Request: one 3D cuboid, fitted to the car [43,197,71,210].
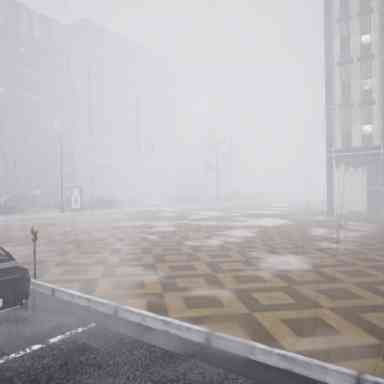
[{"bbox_3d":[-15.044,1.360,40.392,1.812,1.442,4.674,-1,0,36],"label":"car"}]

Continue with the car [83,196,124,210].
[{"bbox_3d":[-10.169,1.186,37.248,1.967,1.590,4.097,-1,0,36],"label":"car"}]

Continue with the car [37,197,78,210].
[{"bbox_3d":[-16.952,1.415,42.167,1.887,1.381,4.507,-1,0,36],"label":"car"}]

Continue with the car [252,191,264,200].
[{"bbox_3d":[12.537,1.046,68.577,1.802,1.307,4.206,-1,0,36],"label":"car"}]

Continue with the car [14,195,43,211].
[{"bbox_3d":[-20.199,1.228,37.691,2.192,1.841,5.009,-1,0,36],"label":"car"}]

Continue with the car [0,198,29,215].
[{"bbox_3d":[-16.655,1.413,28.296,1.802,1.307,4.206,-1,0,36],"label":"car"}]

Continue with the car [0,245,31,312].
[{"bbox_3d":[-4.903,1.553,6.548,4.403,1.369,2.008,0,-1,36],"label":"car"}]

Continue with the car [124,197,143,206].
[{"bbox_3d":[-9.331,1.361,48.271,1.895,1.301,4.718,-1,0,36],"label":"car"}]

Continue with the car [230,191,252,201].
[{"bbox_3d":[9.294,1.048,64.102,1.887,1.381,4.507,-1,0,36],"label":"car"}]

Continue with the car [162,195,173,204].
[{"bbox_3d":[-3.155,1.175,56.707,2.128,1.511,4.902,-1,0,37],"label":"car"}]

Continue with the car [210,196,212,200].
[{"bbox_3d":[5.752,1.029,73.496,1.967,1.590,4.097,-1,0,36],"label":"car"}]

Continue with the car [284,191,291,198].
[{"bbox_3d":[22.269,0.932,82.005,1.802,1.307,4.206,-1,0,36],"label":"car"}]

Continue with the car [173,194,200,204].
[{"bbox_3d":[-0.439,1.062,50.675,1.967,1.590,4.097,-1,0,36],"label":"car"}]

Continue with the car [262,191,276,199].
[{"bbox_3d":[15.778,0.741,73.053,2.192,1.841,5.009,-1,0,36],"label":"car"}]

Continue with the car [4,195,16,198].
[{"bbox_3d":[-20.613,1.385,32.700,1.882,1.535,5.008,-1,0,37],"label":"car"}]

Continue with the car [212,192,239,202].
[{"bbox_3d":[6.050,1.093,59.626,2.008,1.369,4.403,-1,0,36],"label":"car"}]

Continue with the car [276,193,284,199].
[{"bbox_3d":[19.024,0.938,77.528,2.008,1.369,4.403,-1,0,36],"label":"car"}]

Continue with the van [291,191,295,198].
[{"bbox_3d":[25.510,0.654,86.480,1.690,1.788,3.998,-1,0,36],"label":"van"}]

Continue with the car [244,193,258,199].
[{"bbox_3d":[15.484,1.040,86.923,1.947,1.339,4.313,-1,0,36],"label":"car"}]
